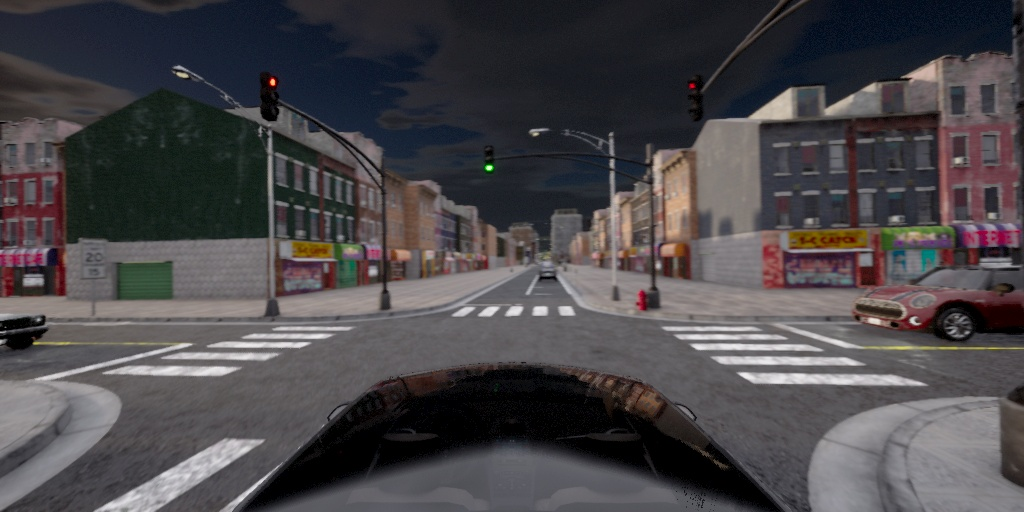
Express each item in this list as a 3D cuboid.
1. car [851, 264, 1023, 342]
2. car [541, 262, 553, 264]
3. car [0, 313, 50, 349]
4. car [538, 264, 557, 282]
[{"bbox_3d":[11.280,0.998,8.759,4.553,1.767,2.097,-1,-1,6],"label":"car"},{"bbox_3d":[4.005,1.736,40.208,1.751,1.417,4.829,0,0,5],"label":"car"},{"bbox_3d":[-13.868,1.694,8.250,4.718,1.301,1.895,-1,-1,3],"label":"car"},{"bbox_3d":[3.454,1.708,34.459,1.948,1.339,4.313,0,0,5],"label":"car"}]
